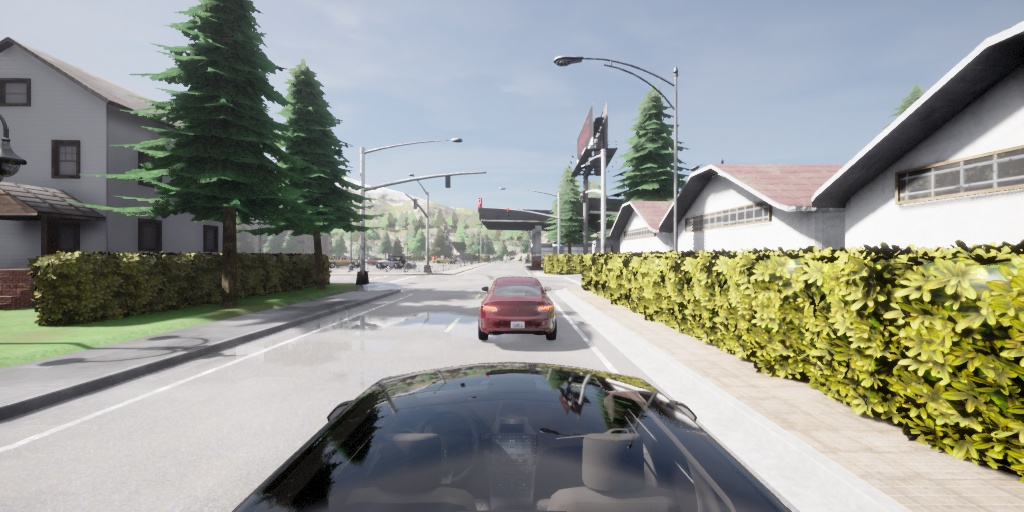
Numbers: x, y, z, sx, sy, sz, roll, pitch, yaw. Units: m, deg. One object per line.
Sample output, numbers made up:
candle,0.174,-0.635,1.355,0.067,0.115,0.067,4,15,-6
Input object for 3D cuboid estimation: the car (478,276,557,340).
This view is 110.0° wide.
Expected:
car,0.128,1.276,9.804,1.812,1.442,4.674,0,0,0
